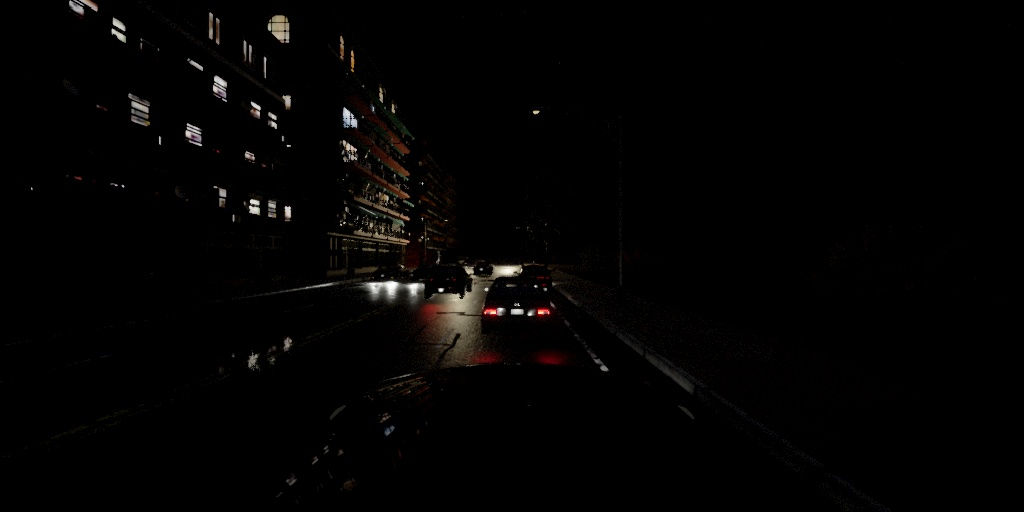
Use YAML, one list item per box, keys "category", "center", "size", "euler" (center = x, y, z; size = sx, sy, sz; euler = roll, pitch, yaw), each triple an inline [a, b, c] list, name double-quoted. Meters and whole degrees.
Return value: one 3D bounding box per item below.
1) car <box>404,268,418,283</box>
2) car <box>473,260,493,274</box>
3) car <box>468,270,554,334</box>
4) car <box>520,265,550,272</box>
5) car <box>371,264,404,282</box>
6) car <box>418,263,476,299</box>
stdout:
- category: "car"
  center: [-6.549, 1.300, 28.391]
  size: [2.033, 1.411, 5.357]
  euler: [0, 0, 0]
- category: "car"
  center: [-3.081, 1.316, 38.386]
  size: [1.994, 1.385, 4.181]
  euler: [0, 0, 0]
- category: "car"
  center: [0.118, 1.299, 10.561]
  size: [2.033, 1.411, 5.357]
  euler: [0, 0, 0]
- category: "car"
  center: [1.171, 1.257, 20.250]
  size: [1.837, 1.490, 4.892]
  euler: [0, 0, 0]
- category: "car"
  center: [-9.799, 1.316, 29.140]
  size: [1.994, 1.385, 4.181]
  euler: [0, 0, 0]
- category: "car"
  center: [-3.120, 1.255, 18.224]
  size: [1.837, 1.490, 4.892]
  euler: [0, -1, 0]
